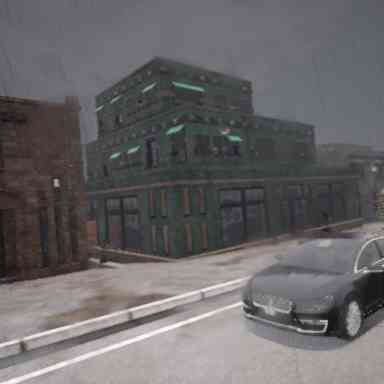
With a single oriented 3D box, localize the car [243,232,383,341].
[{"bbox_3d":[3.080,1.663,6.952,4.892,1.490,1.837,-1,-3,-41],"label":"car"}]
